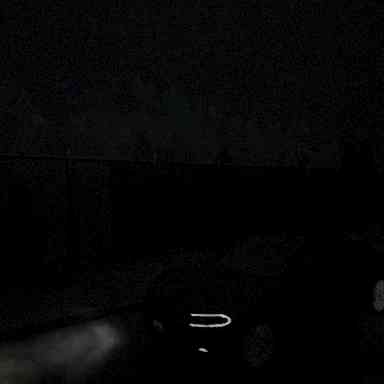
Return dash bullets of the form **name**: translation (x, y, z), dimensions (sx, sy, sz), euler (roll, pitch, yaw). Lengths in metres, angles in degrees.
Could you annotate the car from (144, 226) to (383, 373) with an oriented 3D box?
- **car**: translation (1.588, 1.416, 5.746), dimensions (5.008, 1.535, 1.882), euler (-1, 1, -36)
